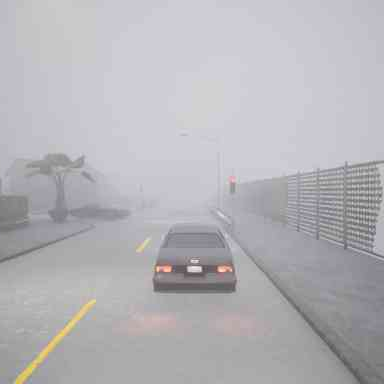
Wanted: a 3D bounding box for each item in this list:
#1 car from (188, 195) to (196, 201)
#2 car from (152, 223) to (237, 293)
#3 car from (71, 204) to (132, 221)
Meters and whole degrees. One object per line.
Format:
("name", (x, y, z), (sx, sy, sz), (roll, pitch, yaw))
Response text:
("car", (0.088, 1.552, 86.622), (1.994, 1.385, 4.181), (0, 0, 0))
("car", (0.072, 1.547, 8.972), (2.033, 1.411, 5.357), (0, 0, 1))
("car", (-7.279, 1.601, 26.755), (4.718, 1.301, 1.895), (0, 0, 21))
